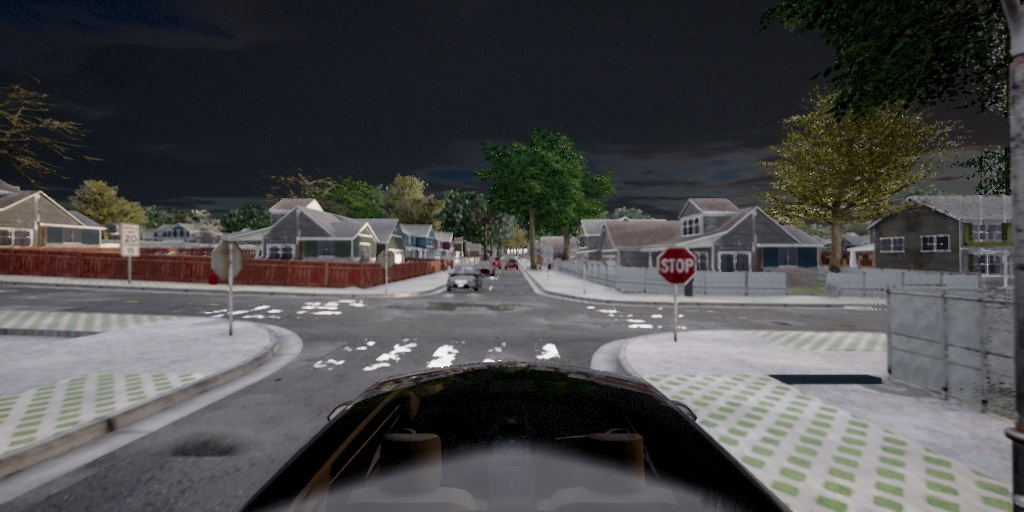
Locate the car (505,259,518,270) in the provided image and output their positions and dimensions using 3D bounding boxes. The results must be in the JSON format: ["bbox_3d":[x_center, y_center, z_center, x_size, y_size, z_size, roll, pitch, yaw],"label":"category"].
[{"bbox_3d":[-0.067,1.227,56.830,2.097,1.767,4.553,0,0,0],"label":"car"}]

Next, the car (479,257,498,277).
[{"bbox_3d":[-2.888,1.251,38.464,2.097,1.767,4.553,0,0,0],"label":"car"}]

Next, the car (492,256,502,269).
[{"bbox_3d":[-2.845,1.094,58.300,2.150,2.045,5.566,0,0,0],"label":"car"}]

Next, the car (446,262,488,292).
[{"bbox_3d":[-2.862,1.371,22.437,2.128,1.511,4.902,0,0,0],"label":"car"}]
